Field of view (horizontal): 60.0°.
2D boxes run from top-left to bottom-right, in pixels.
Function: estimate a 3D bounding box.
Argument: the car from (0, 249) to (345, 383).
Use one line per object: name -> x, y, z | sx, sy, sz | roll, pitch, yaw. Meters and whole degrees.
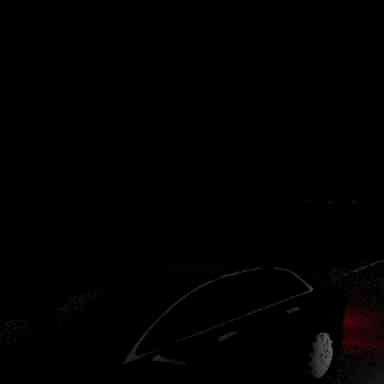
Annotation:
car -> -0.157, 1.507, 3.729 | 4.892, 1.490, 1.837 | 0, 0, -37
